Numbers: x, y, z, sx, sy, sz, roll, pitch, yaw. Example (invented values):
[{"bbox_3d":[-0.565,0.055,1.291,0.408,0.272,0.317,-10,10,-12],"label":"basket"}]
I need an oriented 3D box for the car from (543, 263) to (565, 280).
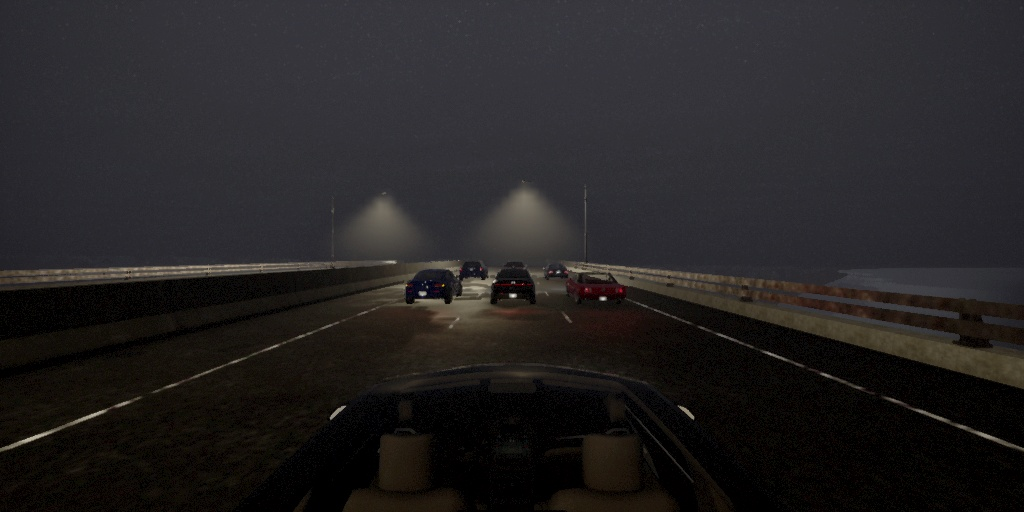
[{"bbox_3d":[3.754,1.337,31.025,2.033,1.411,5.357,0,0,1],"label":"car"}]

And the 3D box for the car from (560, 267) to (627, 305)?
[{"bbox_3d":[3.563,1.370,16.161,1.895,1.301,4.718,0,0,0],"label":"car"}]

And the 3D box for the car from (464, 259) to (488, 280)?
[{"bbox_3d":[-3.246,1.140,31.115,2.097,1.767,4.553,0,0,1],"label":"car"}]

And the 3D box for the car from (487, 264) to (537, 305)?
[{"bbox_3d":[0.063,1.271,16.160,1.837,1.490,4.892,0,0,0],"label":"car"}]

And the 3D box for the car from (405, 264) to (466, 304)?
[{"bbox_3d":[-3.437,1.287,16.190,1.812,1.442,4.674,0,0,0],"label":"car"}]

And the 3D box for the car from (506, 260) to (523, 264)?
[{"bbox_3d":[0.254,1.140,31.055,2.097,1.767,4.553,0,0,1],"label":"car"}]
